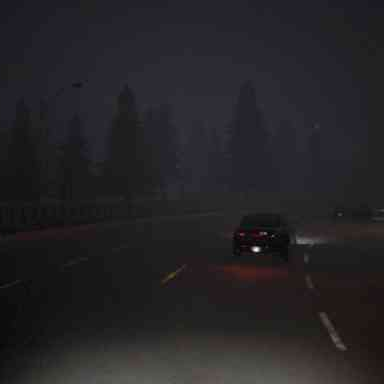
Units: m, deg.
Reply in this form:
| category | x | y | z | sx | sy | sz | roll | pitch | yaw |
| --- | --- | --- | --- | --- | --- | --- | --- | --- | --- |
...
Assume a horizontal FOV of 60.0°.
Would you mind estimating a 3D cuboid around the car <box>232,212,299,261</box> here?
| category | x | y | z | sx | sy | sz | roll | pitch | yaw |
| --- | --- | --- | --- | --- | --- | --- | --- | --- | --- |
| car | 2.830 | 1.497 | 12.504 | 1.837 | 1.490 | 4.892 | 0 | 0 | 21 |

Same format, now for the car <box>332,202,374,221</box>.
| category | x | y | z | sx | sy | sz | roll | pitch | yaw |
| --- | --- | --- | --- | --- | --- | --- | --- | --- | --- |
| car | 13.020 | 1.531 | 26.886 | 4.674 | 1.442 | 1.812 | 0 | 0 | -42 |
